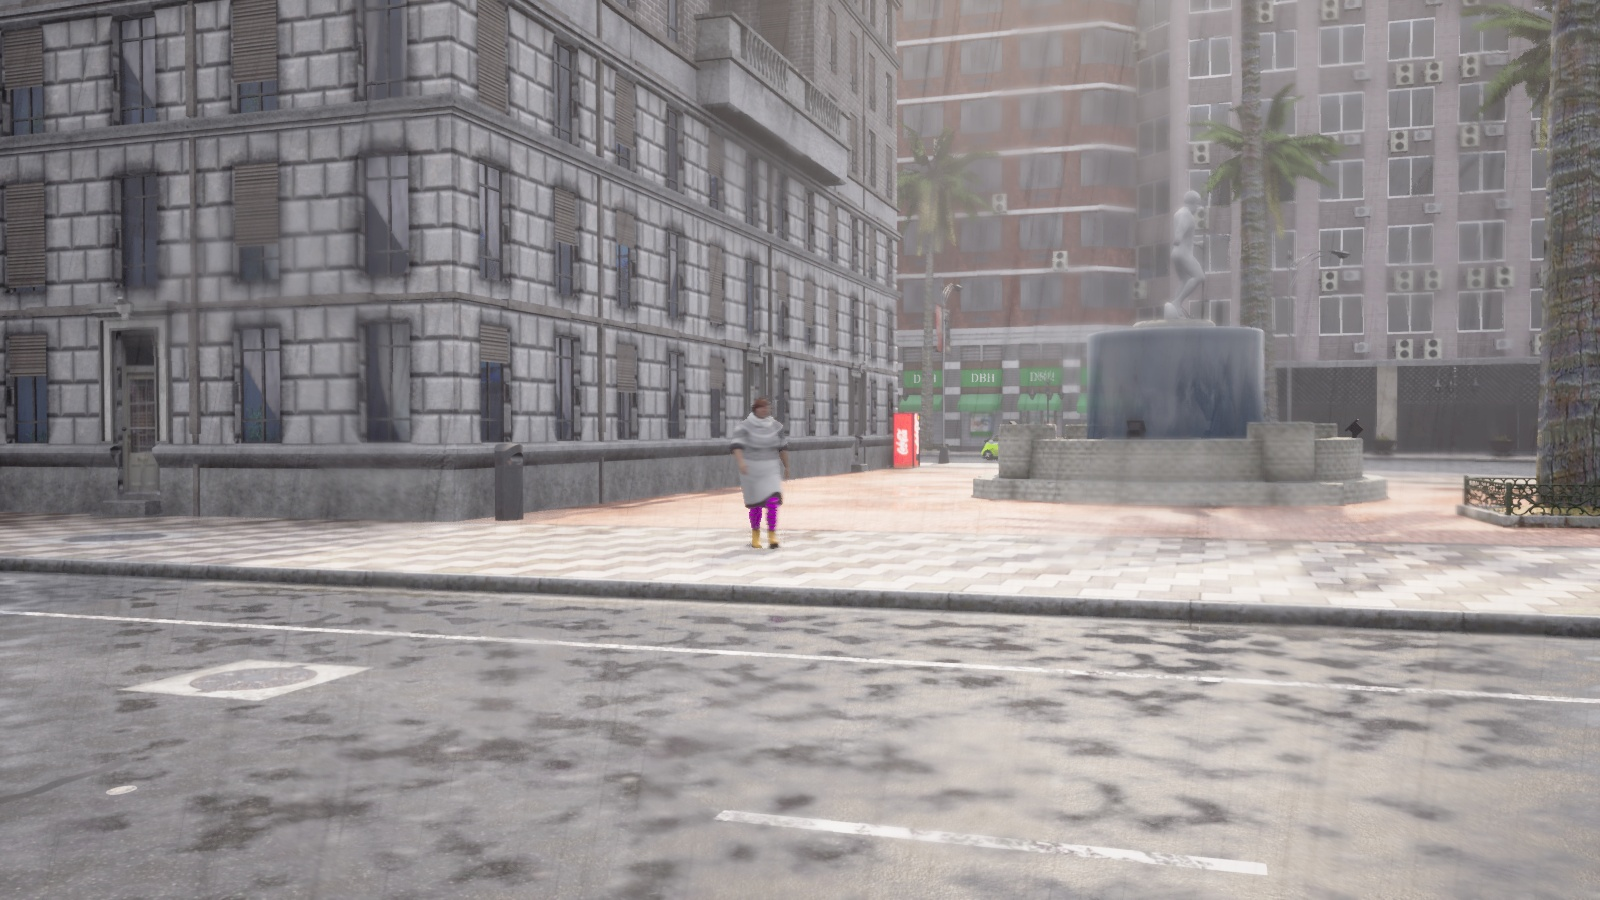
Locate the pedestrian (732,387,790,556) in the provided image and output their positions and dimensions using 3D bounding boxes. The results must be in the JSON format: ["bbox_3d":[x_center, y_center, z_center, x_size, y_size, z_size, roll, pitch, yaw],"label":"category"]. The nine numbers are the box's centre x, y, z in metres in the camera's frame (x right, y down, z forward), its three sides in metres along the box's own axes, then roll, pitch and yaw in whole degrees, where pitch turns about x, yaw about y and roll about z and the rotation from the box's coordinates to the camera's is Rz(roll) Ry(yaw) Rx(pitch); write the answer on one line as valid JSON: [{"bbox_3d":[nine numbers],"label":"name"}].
[{"bbox_3d":[-0.456,0.241,14.996,0.659,1.952,0.873,0,1,1],"label":"pedestrian"}]

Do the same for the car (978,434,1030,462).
[{"bbox_3d":[10.297,-0.096,63.443,2.207,1.376,1.481,1,1,28],"label":"car"}]
